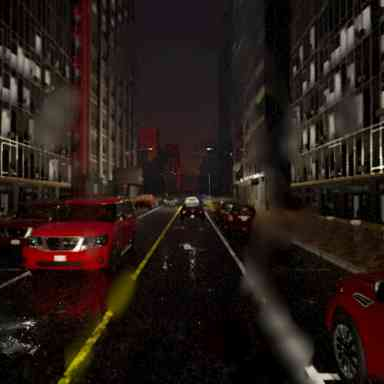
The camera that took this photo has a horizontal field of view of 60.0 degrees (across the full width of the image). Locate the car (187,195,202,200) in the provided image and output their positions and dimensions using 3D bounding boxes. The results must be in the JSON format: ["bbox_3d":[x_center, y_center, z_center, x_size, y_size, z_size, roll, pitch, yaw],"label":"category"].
[{"bbox_3d":[0.016,1.460,44.287,1.812,1.442,4.674,0,0,0],"label":"car"}]

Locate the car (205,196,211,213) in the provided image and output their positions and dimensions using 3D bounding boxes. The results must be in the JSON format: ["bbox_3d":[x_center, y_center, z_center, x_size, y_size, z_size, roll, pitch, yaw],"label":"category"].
[{"bbox_3d":[2.636,1.472,35.843,1.752,1.417,4.829,1,0,0],"label":"car"}]

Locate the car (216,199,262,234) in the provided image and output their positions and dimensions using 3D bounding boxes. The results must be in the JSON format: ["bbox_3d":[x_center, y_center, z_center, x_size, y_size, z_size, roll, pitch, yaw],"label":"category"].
[{"bbox_3d":[2.670,1.411,18.941,1.967,1.590,4.097,1,0,0],"label":"car"}]

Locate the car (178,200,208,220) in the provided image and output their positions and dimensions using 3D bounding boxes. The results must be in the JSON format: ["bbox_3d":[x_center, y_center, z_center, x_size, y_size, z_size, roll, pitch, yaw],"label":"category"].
[{"bbox_3d":[0.045,1.559,27.411,1.895,1.301,4.718,0,0,0],"label":"car"}]

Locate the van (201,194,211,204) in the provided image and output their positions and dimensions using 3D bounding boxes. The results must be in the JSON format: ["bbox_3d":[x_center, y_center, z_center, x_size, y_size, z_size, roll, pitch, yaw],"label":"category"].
[{"bbox_3d":[2.588,1.250,63.559,1.690,1.788,3.998,1,0,0],"label":"van"}]

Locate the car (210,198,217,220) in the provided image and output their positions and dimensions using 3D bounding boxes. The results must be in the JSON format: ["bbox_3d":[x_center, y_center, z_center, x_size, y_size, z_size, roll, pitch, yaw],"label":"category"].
[{"bbox_3d":[2.659,1.403,24.518,1.967,1.590,4.097,1,0,0],"label":"car"}]

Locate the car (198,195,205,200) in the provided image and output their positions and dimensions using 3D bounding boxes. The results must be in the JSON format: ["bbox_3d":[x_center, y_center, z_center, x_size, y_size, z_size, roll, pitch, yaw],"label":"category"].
[{"bbox_3d":[2.531,1.455,91.446,1.802,1.307,4.206,1,0,0],"label":"car"}]

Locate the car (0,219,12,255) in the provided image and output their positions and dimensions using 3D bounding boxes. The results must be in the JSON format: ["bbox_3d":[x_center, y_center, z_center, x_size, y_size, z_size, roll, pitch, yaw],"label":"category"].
[{"bbox_3d":[-5.697,1.294,13.243,2.192,1.841,5.009,1,0,0],"label":"car"}]

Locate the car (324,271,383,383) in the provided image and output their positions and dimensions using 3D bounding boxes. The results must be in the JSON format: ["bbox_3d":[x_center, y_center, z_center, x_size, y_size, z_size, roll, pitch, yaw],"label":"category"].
[{"bbox_3d":[2.704,1.312,2.210,2.192,1.841,5.009,1,0,0],"label":"car"}]

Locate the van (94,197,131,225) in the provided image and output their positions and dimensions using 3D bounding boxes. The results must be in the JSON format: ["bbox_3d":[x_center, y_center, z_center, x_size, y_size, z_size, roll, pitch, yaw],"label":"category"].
[{"bbox_3d":[-5.728,1.304,24.395,1.690,1.788,3.998,1,0,0],"label":"van"}]

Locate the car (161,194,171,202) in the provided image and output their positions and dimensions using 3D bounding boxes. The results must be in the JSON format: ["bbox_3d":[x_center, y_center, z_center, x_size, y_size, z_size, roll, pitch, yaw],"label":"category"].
[{"bbox_3d":[-5.782,1.334,74.571,1.967,1.590,4.097,1,0,0],"label":"car"}]

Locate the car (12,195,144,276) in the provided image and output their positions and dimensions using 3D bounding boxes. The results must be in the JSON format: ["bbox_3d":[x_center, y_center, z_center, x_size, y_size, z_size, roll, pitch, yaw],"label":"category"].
[{"bbox_3d":[-3.120,1.205,10.624,2.150,2.045,5.566,0,0,0],"label":"car"}]

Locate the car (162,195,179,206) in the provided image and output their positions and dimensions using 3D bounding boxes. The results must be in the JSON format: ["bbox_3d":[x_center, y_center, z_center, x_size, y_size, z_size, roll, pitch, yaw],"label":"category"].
[{"bbox_3d":[-3.173,1.278,51.114,2.097,1.767,4.553,0,0,0],"label":"car"}]

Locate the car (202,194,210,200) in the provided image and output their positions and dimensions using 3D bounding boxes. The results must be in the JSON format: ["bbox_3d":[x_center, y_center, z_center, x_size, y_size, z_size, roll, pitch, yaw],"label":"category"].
[{"bbox_3d":[2.605,1.449,52.575,1.752,1.417,4.829,1,0,0],"label":"car"}]

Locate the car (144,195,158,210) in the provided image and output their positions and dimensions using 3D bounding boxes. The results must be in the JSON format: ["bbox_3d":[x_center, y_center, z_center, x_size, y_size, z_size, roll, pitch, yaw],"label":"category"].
[{"bbox_3d":[-5.717,1.254,41.119,2.192,1.841,5.009,1,0,0],"label":"car"}]
